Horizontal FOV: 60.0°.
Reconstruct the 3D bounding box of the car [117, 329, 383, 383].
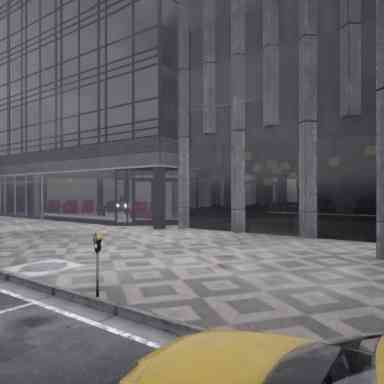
[{"bbox_3d":[1.513,1.525,2.002,4.829,1.417,1.752,0,0,36],"label":"car"}]
